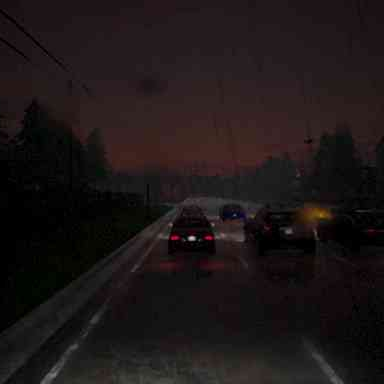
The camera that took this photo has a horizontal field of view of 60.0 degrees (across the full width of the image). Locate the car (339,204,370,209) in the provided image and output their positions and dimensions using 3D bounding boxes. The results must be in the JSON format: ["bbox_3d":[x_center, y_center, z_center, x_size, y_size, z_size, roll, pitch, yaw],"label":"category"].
[{"bbox_3d":[13.993,1.766,29.309,2.128,1.511,4.902,0,0,0],"label":"car"}]

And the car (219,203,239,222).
[{"bbox_3d":[3.494,1.752,29.475,1.882,1.535,5.008,0,0,0],"label":"car"}]

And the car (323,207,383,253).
[{"bbox_3d":[6.999,1.626,14.302,2.128,1.511,4.902,0,0,0],"label":"car"}]

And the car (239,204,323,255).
[{"bbox_3d":[3.497,1.482,14.086,2.097,1.767,4.553,0,-1,0],"label":"car"}]

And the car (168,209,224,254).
[{"bbox_3d":[-0.004,1.678,13.990,2.033,1.411,5.357,0,-1,0],"label":"car"}]

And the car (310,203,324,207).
[{"bbox_3d":[10.494,1.752,29.478,1.882,1.535,5.008,0,0,0],"label":"car"}]

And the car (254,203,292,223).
[{"bbox_3d":[6.993,1.766,29.301,2.128,1.511,4.902,0,0,0],"label":"car"}]

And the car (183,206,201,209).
[{"bbox_3d":[-0.010,1.872,29.107,1.895,1.301,4.718,0,0,0],"label":"car"}]
